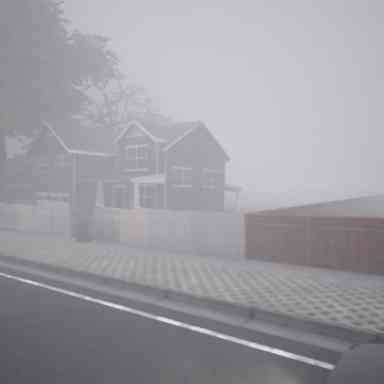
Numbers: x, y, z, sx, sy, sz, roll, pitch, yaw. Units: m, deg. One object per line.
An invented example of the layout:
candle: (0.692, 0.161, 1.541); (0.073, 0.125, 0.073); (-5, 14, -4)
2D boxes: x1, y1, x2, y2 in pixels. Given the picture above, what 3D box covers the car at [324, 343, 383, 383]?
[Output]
car: (3.228, 1.535, 1.259); (5.357, 1.411, 2.033); (0, 0, 36)
